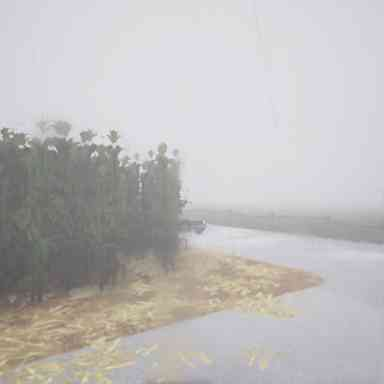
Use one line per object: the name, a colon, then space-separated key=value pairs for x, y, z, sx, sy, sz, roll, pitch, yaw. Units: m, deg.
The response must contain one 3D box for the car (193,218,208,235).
car: x=-1.159 y=1.722 z=19.177 sx=1.895 sy=1.301 sz=4.718 roll=1 pitch=-1 yaw=-35
